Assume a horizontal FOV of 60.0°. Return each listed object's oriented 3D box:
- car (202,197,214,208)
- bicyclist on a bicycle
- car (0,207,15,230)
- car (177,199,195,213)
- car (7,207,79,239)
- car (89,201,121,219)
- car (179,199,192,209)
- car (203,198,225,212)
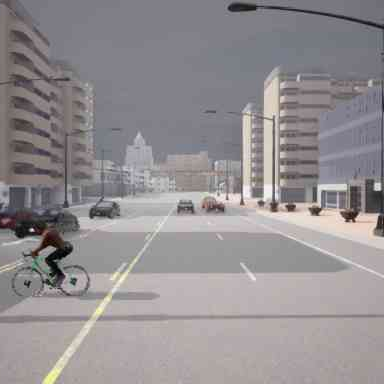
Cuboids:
[{"bbox_3d":[2.540,1.481,49.137,2.097,1.767,4.553,0,0,-1],"label":"car"},{"bbox_3d":[-3.008,1.448,7.047,1.656,1.620,0.582,-2,0,-1],"label":"bicyclist on a bicycle"},{"bbox_3d":[-10.968,1.594,20.149,1.994,1.385,4.181,0,0,-1],"label":"car"},{"bbox_3d":[-0.716,1.583,38.180,2.128,1.511,4.902,0,0,-1],"label":"car"},{"bbox_3d":[-7.427,1.582,17.419,1.994,1.385,4.181,0,0,-1],"label":"car"},{"bbox_3d":[-7.690,1.540,29.664,1.882,1.535,5.008,0,0,-1],"label":"car"},{"bbox_3d":[-0.936,1.728,48.143,1.895,1.301,4.718,0,0,-1],"label":"car"},{"bbox_3d":[2.751,1.698,39.731,1.895,1.301,4.718,0,0,-1],"label":"car"}]
